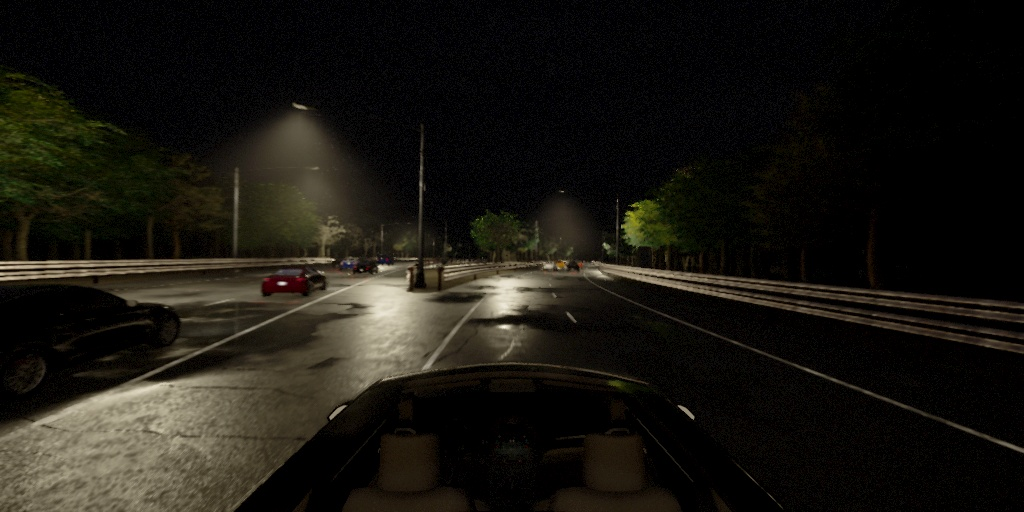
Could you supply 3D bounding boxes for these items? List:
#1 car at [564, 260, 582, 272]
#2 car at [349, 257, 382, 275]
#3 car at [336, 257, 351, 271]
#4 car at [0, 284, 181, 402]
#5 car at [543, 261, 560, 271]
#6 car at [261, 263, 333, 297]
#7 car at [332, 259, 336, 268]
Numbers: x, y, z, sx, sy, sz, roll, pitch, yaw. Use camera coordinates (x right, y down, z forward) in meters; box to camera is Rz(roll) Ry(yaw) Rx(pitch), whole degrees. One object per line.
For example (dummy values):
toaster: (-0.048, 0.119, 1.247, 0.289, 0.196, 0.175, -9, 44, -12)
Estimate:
car: (9.490, 1.629, 55.558, 1.837, 1.490, 4.892, 1, 0, 13)
car: (-14.739, 1.156, 36.307, 1.812, 1.442, 4.674, 1, 0, -11)
car: (-19.731, 0.920, 44.650, 2.097, 1.767, 4.553, 1, 0, -10)
car: (-7.643, 1.170, 5.777, 1.812, 1.442, 4.674, 1, 0, -15)
car: (5.987, 1.596, 55.928, 1.812, 1.442, 4.674, 1, 0, 13)
car: (-10.766, 1.200, 18.055, 1.994, 1.385, 4.181, 1, 0, -13)
car: (-24.529, 1.008, 52.086, 1.837, 1.490, 4.892, 1, -1, -9)
